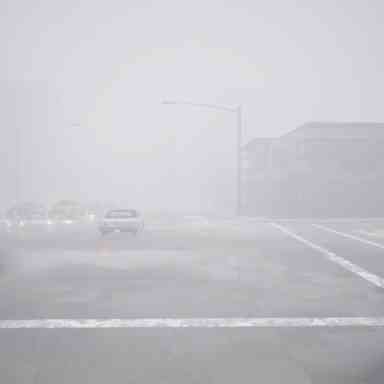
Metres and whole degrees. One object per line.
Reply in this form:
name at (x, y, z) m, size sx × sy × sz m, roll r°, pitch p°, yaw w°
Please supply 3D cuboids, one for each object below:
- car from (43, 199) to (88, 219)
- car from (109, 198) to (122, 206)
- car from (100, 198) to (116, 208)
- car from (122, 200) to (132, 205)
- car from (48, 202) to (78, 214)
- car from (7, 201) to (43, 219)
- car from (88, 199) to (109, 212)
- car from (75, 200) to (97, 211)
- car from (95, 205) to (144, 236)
car at (-11.480, 1.469, 30.549) m, size 2.097 × 1.767 × 4.553 m, roll 0°, pitch -1°, yaw -2°
car at (-12.220, 2.013, 49.898) m, size 1.812 × 1.442 × 4.674 m, roll 0°, pitch -1°, yaw -2°
car at (-16.251, 2.139, 64.263) m, size 2.097 × 1.767 × 4.553 m, roll 0°, pitch -1°, yaw -2°
car at (-12.728, 2.283, 63.553) m, size 1.837 × 1.490 × 4.892 m, roll 0°, pitch -2°, yaw -2°
car at (-15.342, 1.865, 39.692) m, size 1.895 × 1.301 × 4.718 m, roll 0°, pitch -1°, yaw -2°
car at (-14.980, 1.608, 30.428) m, size 2.128 × 1.511 × 4.902 m, roll 0°, pitch -1°, yaw -2°
car at (-11.836, 1.751, 39.595) m, size 2.128 × 1.511 × 4.902 m, roll 0°, pitch -1°, yaw -2°
car at (-15.730, 1.965, 49.771) m, size 1.882 × 1.535 × 5.008 m, roll 0°, pitch -1°, yaw -2°
car at (-3.832, 1.644, 18.847) m, size 1.895 × 1.301 × 4.718 m, roll 0°, pitch 0°, yaw -2°
